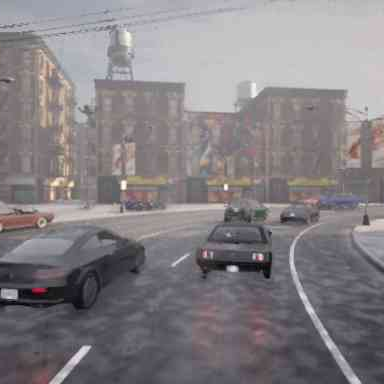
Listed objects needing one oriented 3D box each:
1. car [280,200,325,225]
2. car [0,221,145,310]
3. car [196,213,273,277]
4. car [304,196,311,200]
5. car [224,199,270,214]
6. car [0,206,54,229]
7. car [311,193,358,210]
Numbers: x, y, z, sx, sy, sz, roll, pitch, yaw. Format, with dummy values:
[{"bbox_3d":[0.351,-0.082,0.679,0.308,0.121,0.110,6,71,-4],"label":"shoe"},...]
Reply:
[{"bbox_3d":[7.977,1.519,24.248,1.994,1.385,4.181,0,0,35],"label":"car"},{"bbox_3d":[-2.574,1.494,7.718,1.812,1.442,4.674,0,0,11],"label":"car"},{"bbox_3d":[1.504,1.575,10.241,1.895,1.301,4.718,0,0,13],"label":"car"},{"bbox_3d":[16.033,1.275,43.979,4.553,1.767,2.097,0,0,-23],"label":"car"},{"bbox_3d":[4.184,1.293,24.854,2.097,1.767,4.553,0,0,32],"label":"car"},{"bbox_3d":[-10.334,1.506,19.014,1.895,1.301,4.718,0,0,23],"label":"car"},{"bbox_3d":[17.972,1.159,41.187,5.566,2.045,2.150,0,0,-22],"label":"car"}]
